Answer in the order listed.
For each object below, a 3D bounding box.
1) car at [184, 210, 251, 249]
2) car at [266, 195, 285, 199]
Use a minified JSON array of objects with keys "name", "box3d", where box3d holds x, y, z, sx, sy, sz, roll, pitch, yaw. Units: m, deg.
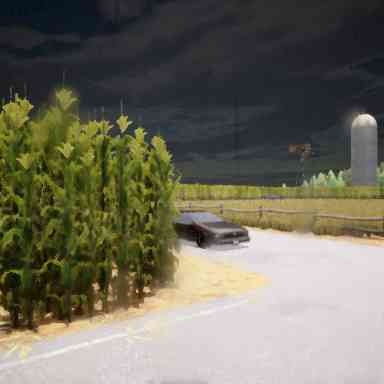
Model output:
[{"name":"car","box3d":[0.170,1.544,14.936,2.033,1.411,5.357,0,0,-35]},{"name":"car","box3d":[18.462,1.452,73.308,5.008,1.535,1.882,0,0,-35]}]
